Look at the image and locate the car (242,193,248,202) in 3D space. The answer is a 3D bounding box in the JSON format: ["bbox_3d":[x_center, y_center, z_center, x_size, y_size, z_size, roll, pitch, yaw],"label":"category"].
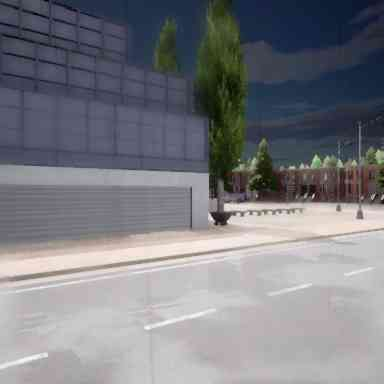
[{"bbox_3d":[8.267,1.256,66.169,5.566,2.045,2.150,0,0,29],"label":"car"}]

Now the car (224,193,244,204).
[{"bbox_3d":[6.601,1.494,63.091,4.902,1.511,2.128,0,0,29],"label":"car"}]
